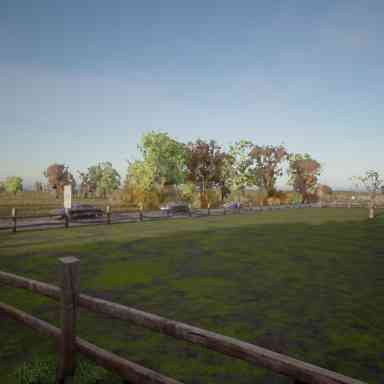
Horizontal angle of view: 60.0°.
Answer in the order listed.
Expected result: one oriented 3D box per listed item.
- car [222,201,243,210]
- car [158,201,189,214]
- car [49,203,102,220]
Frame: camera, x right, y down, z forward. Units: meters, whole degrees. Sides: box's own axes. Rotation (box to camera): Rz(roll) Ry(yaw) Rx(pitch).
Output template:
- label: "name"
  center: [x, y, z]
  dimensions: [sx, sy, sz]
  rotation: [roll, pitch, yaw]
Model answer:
- label: "car"
  center: [6.780, 2.254, 54.940]
  dimensions: [1.812, 1.442, 4.674]
  rotation: [1, 0, 35]
- label: "car"
  center: [-2.275, 1.958, 42.353]
  dimensions: [2.128, 1.511, 4.902]
  rotation: [1, 0, 36]
- label: "car"
  center: [-10.618, 1.765, 30.626]
  dimensions: [1.837, 1.490, 4.892]
  rotation: [1, -1, 35]
